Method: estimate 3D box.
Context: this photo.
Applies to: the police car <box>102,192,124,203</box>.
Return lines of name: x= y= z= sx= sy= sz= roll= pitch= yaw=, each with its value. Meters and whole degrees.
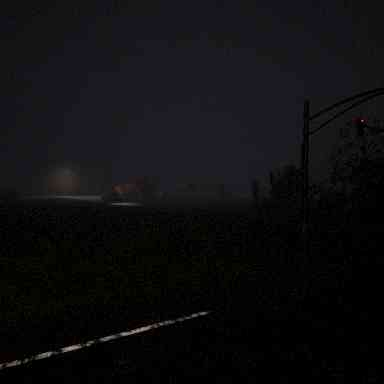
police car: x=-11.831 y=0.822 z=49.772 sx=2.038 sy=1.542 sz=4.974 roll=1 pitch=0 yaw=-32
